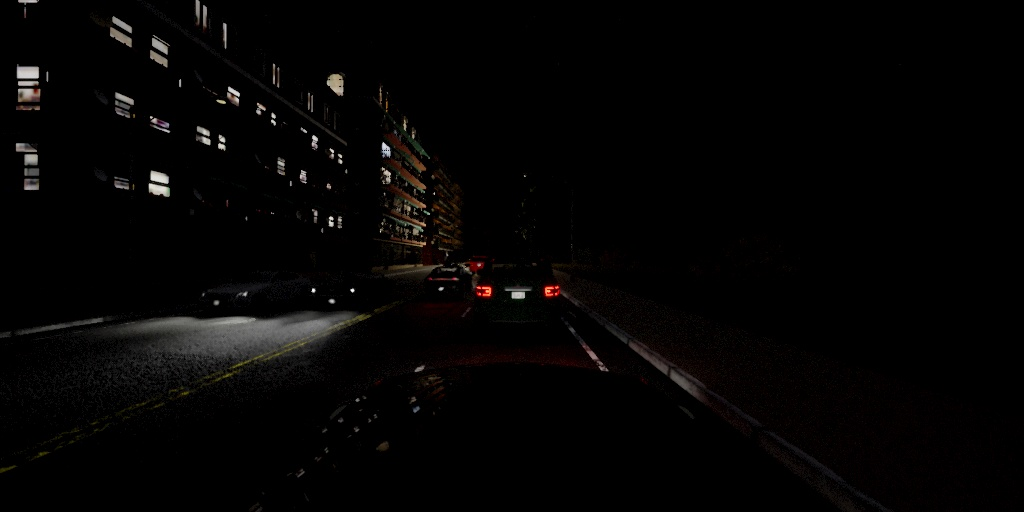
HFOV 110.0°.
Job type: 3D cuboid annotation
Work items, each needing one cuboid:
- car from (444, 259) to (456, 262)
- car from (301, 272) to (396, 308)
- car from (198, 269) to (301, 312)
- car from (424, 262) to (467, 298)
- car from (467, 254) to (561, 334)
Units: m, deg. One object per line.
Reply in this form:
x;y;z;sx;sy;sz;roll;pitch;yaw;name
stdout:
-9.835;1.257;56.849;1.837;1.490;4.892;0;0;0;car
-6.600;1.353;15.363;1.895;1.301;4.718;0;0;0;car
-9.852;1.278;14.278;1.812;1.442;4.674;0;0;0;car
-3.152;1.246;18.435;2.128;1.511;4.902;0;0;0;car
0.102;0.973;10.721;2.150;2.045;5.566;0;0;-1;car
